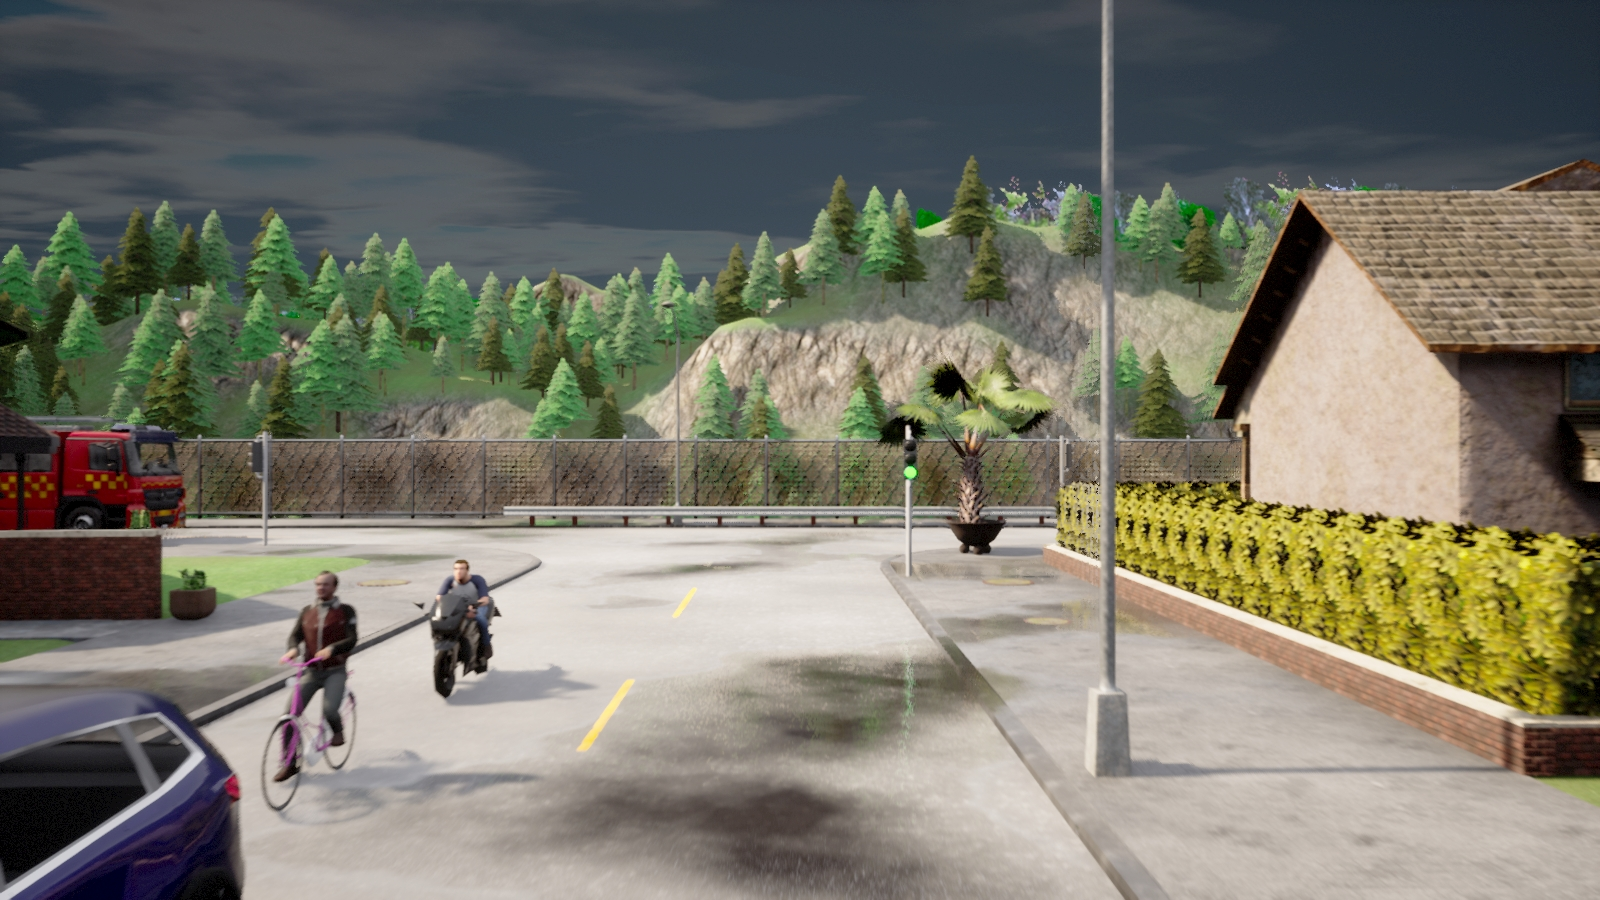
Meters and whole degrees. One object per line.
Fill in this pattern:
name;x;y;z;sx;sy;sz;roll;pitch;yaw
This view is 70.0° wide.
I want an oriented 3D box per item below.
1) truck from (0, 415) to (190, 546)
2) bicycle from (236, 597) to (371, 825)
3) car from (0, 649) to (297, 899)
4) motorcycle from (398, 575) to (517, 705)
truck;-23.613;0.890;34.847;8.468;3.827;2.891;0;0;0
bicycle;-4.039;2.060;9.425;0.329;1.471;1.835;0;0;-1
car;-3.971;1.967;4.208;2.242;1.667;4.611;0;0;-1
motorcycle;-3.999;2.186;13.517;0.803;1.199;2.033;0;0;0
